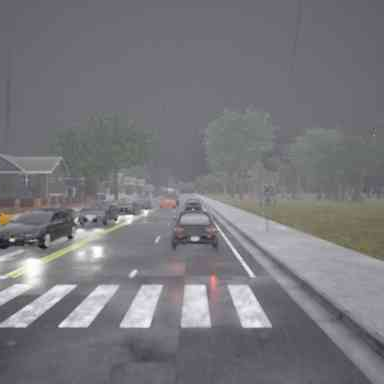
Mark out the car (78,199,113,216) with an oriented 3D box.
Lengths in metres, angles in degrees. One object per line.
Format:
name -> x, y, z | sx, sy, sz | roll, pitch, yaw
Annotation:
car -> -9.782, 1.504, 34.191 | 2.128, 1.511, 4.902 | 0, 0, 1

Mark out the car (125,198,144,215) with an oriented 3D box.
car -> -6.539, 1.576, 33.994 | 1.994, 1.385, 4.181 | 0, 0, 1

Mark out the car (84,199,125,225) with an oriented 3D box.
car -> -6.583, 1.501, 23.990 | 2.128, 1.511, 4.902 | 0, 0, 0

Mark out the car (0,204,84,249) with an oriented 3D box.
car -> -6.590, 1.512, 14.617 | 1.837, 1.490, 4.892 | 0, 0, 0

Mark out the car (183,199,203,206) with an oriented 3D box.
car -> 0.111, 1.517, 35.665 | 1.837, 1.490, 4.892 | 0, 0, 0

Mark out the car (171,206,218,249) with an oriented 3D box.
car -> 0.107, 1.533, 14.437 | 1.812, 1.442, 4.674 | 0, 0, 0

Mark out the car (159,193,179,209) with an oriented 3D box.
car -> -3.236, 1.367, 45.208 | 2.097, 1.767, 4.553 | 0, 0, 0

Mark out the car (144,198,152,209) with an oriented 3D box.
car -> -6.499, 1.519, 44.381 | 1.837, 1.490, 4.892 | 0, 0, 1

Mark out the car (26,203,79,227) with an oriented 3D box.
car -> -9.826, 1.574, 23.813 | 1.994, 1.385, 4.181 | 0, 0, 1
